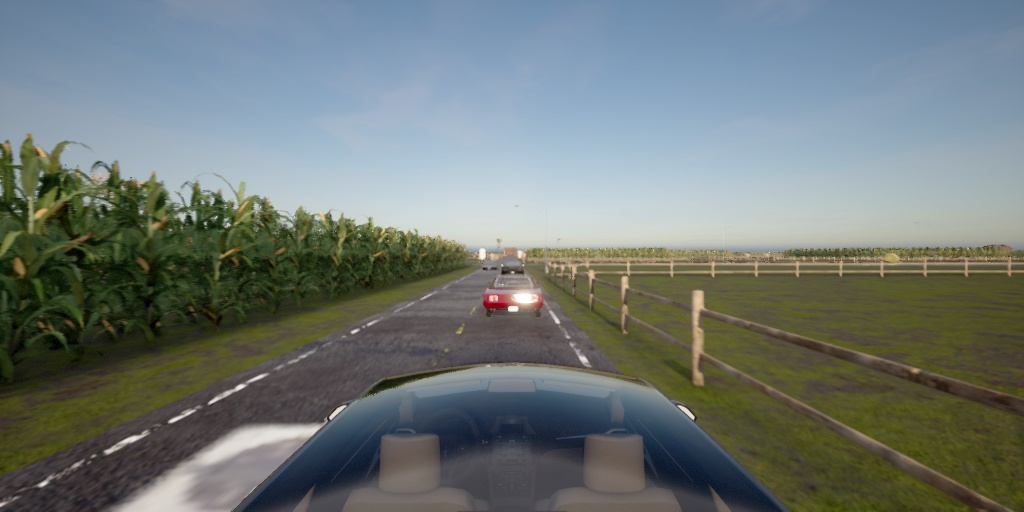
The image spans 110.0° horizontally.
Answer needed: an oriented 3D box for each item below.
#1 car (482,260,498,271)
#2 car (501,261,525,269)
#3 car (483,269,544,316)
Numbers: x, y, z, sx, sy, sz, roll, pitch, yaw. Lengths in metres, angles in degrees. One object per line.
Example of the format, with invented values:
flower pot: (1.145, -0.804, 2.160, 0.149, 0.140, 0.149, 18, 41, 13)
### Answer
car: (-2.853, 1.173, 47.167, 2.033, 1.411, 5.357, 0, 0, 0)
car: (0.069, 1.151, 31.182, 1.882, 1.535, 5.008, 0, 0, 0)
car: (0.058, 1.324, 13.196, 1.895, 1.301, 4.718, 0, 0, 0)
